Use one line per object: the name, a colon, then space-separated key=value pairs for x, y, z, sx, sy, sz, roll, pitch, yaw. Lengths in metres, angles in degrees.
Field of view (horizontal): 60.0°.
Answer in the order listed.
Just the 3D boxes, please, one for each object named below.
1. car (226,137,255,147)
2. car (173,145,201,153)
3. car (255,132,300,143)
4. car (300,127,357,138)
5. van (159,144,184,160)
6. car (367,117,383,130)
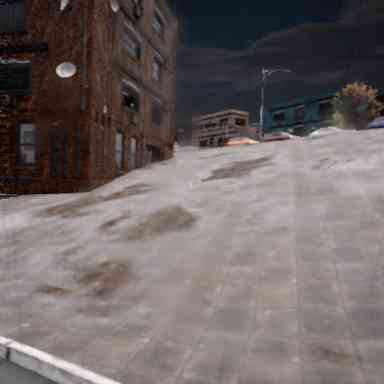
car: x=5.967 y=-5.473 z=38.106 sx=2.185 sy=1.767 sz=4.553 roll=1 pitch=2 yaw=-34
car: x=-0.195 y=-5.745 z=47.235 sx=2.231 sy=1.521 sz=4.892 roll=1 pitch=2 yaw=-34
car: x=9.052 y=-5.267 z=33.532 sx=2.185 sy=1.767 sz=4.553 roll=1 pitch=2 yaw=-34
car: x=12.220 y=-4.886 z=28.834 sx=2.002 sy=1.452 sz=4.674 roll=1 pitch=2 yaw=-34
van: x=-3.205 y=-6.161 z=51.702 sx=1.878 sy=1.987 sz=4.442 roll=1 pitch=2 yaw=-34
car: x=15.295 y=-4.843 z=24.280 sx=2.185 sy=1.767 sz=4.553 roll=1 pitch=2 yaw=-34
